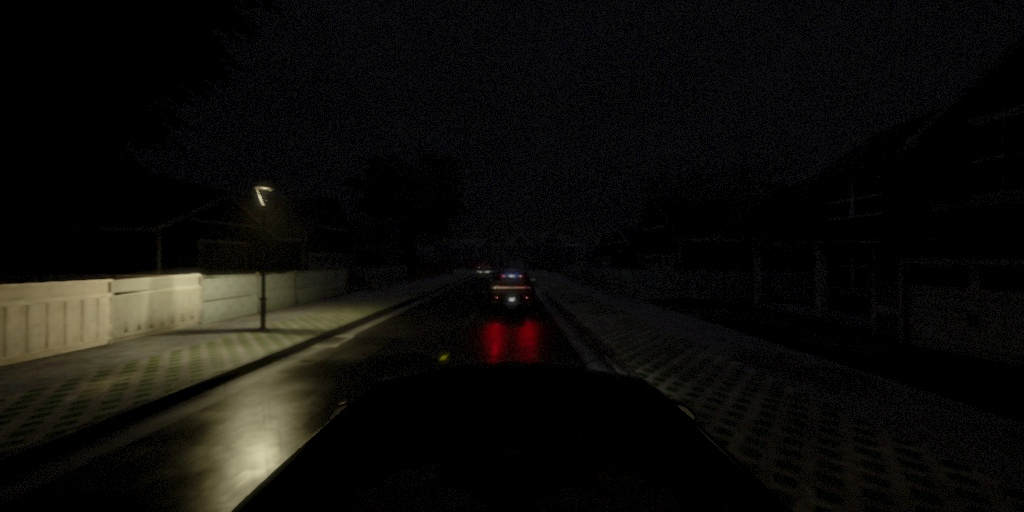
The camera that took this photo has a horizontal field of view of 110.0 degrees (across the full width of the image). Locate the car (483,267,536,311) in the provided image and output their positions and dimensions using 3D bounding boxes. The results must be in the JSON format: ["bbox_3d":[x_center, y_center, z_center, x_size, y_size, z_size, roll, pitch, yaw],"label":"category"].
[{"bbox_3d":[0.016,1.379,15.347,2.128,1.511,4.902,0,0,1],"label":"car"}]

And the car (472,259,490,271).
[{"bbox_3d":[-5.745,1.600,64.868,2.150,2.045,5.566,1,-1,-21],"label":"car"}]
